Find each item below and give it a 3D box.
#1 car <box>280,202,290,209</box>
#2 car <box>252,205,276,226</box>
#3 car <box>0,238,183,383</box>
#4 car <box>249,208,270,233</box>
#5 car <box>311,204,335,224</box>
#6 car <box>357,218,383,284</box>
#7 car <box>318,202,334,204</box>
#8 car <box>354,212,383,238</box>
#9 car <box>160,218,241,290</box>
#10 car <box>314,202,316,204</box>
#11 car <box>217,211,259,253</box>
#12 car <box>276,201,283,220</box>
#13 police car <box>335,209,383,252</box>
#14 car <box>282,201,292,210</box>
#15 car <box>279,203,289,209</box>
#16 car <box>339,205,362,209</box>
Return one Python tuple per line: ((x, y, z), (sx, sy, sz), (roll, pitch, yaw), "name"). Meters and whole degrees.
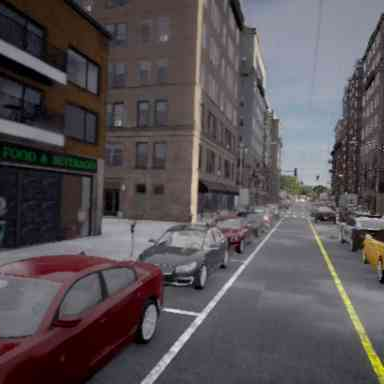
((21.855, 3.131, 77.983), (2.008, 1.369, 4.403), (2, -1, 18), "car")
((5.125, 1.887, 25.676), (1.967, 1.590, 4.097), (2, -1, 18), "car")
((-1.813, 1.520, 4.034), (1.887, 1.381, 4.507), (2, -1, 18), "car")
((3.387, 1.895, 20.265), (1.947, 1.339, 4.313), (2, -1, 18), "car")
((13.287, 2.302, 33.464), (1.882, 1.535, 5.008), (2, -1, 18), "car")
((6.603, 1.829, 10.293), (1.882, 1.535, 5.008), (2, -1, 20), "car")
((24.549, 2.813, 59.786), (2.192, 1.841, 5.009), (2, -1, 18), "car")
((12.758, 2.247, 23.223), (1.887, 1.381, 4.507), (2, -1, 18), "car")
((-0.080, 1.644, 9.444), (2.008, 1.369, 4.403), (2, -1, 18), "car")
((29.574, 3.153, 75.510), (2.192, 1.841, 5.009), (2, -1, 18), "car")
((1.654, 1.756, 14.855), (1.887, 1.381, 4.507), (2, -1, 18), "car")
((8.592, 2.122, 36.496), (1.967, 1.590, 4.097), (2, -1, 18), "car")
((8.443, 1.898, 16.060), (1.930, 1.638, 5.238), (2, -1, 16), "police car")
((18.501, 2.668, 67.506), (2.192, 1.841, 5.009), (2, -1, 18), "car")
((20.173, 3.033, 72.743), (1.947, 1.339, 4.313), (2, -1, 18), "car")
((16.234, 2.253, 34.045), (2.192, 1.841, 5.009), (2, -1, 18), "car")
